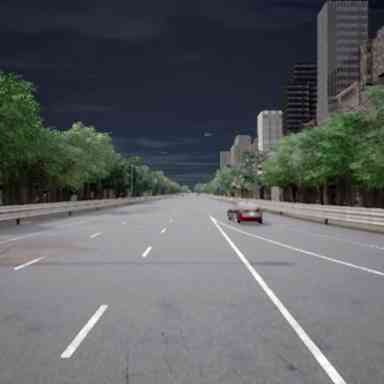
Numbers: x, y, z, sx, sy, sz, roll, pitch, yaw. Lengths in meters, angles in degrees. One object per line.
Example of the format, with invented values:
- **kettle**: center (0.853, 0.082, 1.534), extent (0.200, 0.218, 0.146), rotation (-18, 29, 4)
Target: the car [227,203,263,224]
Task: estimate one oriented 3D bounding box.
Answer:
- **car**: center (4.028, 1.621, 25.892), extent (2.163, 1.488, 4.792), rotation (0, 0, -6)
